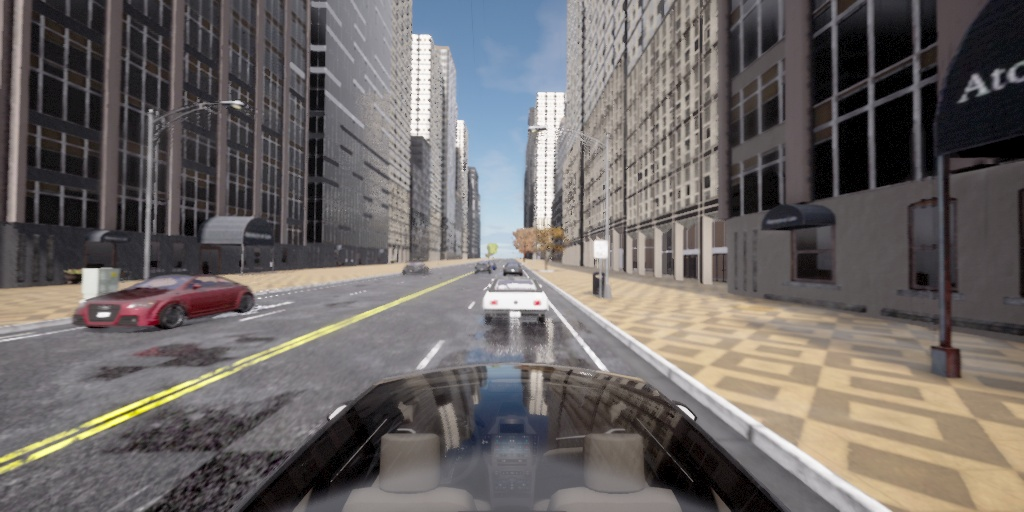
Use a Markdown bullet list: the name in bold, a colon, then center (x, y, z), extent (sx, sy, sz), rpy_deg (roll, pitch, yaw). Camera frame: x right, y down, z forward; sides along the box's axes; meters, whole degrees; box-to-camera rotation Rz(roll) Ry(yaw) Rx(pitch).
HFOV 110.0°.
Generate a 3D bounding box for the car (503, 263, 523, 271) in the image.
- **car**: center (0.096, 1.362, 37.345), extent (1.994, 1.385, 4.181), rpy_deg (1, 0, 0)

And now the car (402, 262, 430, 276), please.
- **car**: center (-9.831, 1.273, 36.845), extent (1.994, 1.385, 4.181), rpy_deg (1, 0, 0)

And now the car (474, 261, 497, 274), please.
- **car**: center (-3.254, 1.267, 41.151), extent (2.128, 1.511, 4.902), rpy_deg (1, 0, 0)

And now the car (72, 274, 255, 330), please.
- **car**: center (-9.842, 1.230, 10.635), extent (1.994, 1.385, 4.181), rpy_deg (1, 0, 0)

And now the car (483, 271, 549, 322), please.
- **car**: center (0.104, 1.358, 12.325), extent (1.895, 1.301, 4.718), rpy_deg (1, 0, 0)

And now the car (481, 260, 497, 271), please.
- **car**: center (-3.256, 1.357, 51.801), extent (1.994, 1.385, 4.181), rpy_deg (1, 0, 0)
